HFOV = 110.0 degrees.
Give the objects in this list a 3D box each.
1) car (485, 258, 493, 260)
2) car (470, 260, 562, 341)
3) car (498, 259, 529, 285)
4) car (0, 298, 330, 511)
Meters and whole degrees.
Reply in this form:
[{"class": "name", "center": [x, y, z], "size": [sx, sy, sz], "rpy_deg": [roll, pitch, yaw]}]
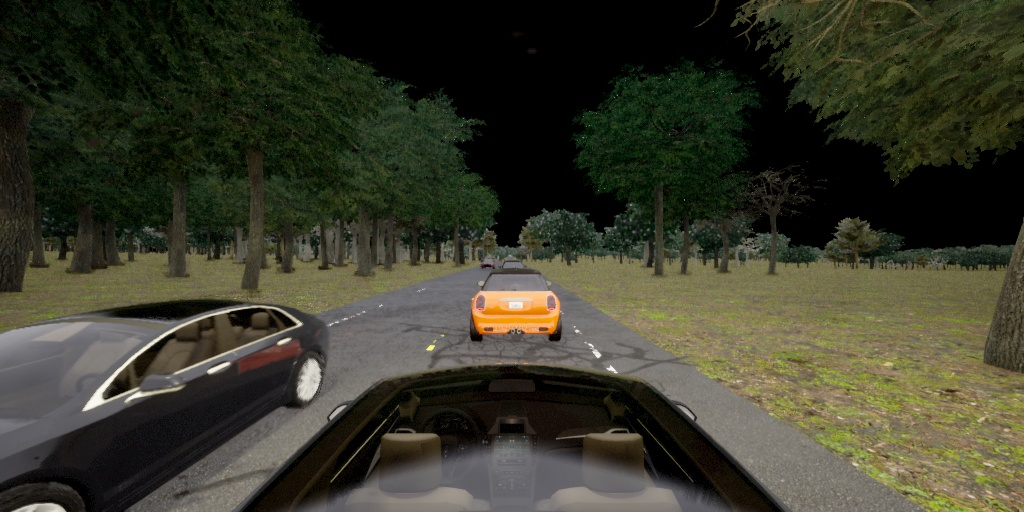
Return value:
[{"class": "car", "center": [-3.672, 1.165, 55.106], "size": [2.097, 1.767, 4.553], "rpy_deg": [0, 0, 0]}, {"class": "car", "center": [0.082, 1.102, 10.016], "size": [2.097, 1.767, 4.553], "rpy_deg": [0, 0, 0]}, {"class": "car", "center": [0.043, 1.103, 26.753], "size": [2.097, 1.767, 4.553], "rpy_deg": [0, 0, -1]}, {"class": "car", "center": [-3.602, 1.255, 3.397], "size": [1.837, 1.490, 4.892], "rpy_deg": [0, 0, 0]}]
